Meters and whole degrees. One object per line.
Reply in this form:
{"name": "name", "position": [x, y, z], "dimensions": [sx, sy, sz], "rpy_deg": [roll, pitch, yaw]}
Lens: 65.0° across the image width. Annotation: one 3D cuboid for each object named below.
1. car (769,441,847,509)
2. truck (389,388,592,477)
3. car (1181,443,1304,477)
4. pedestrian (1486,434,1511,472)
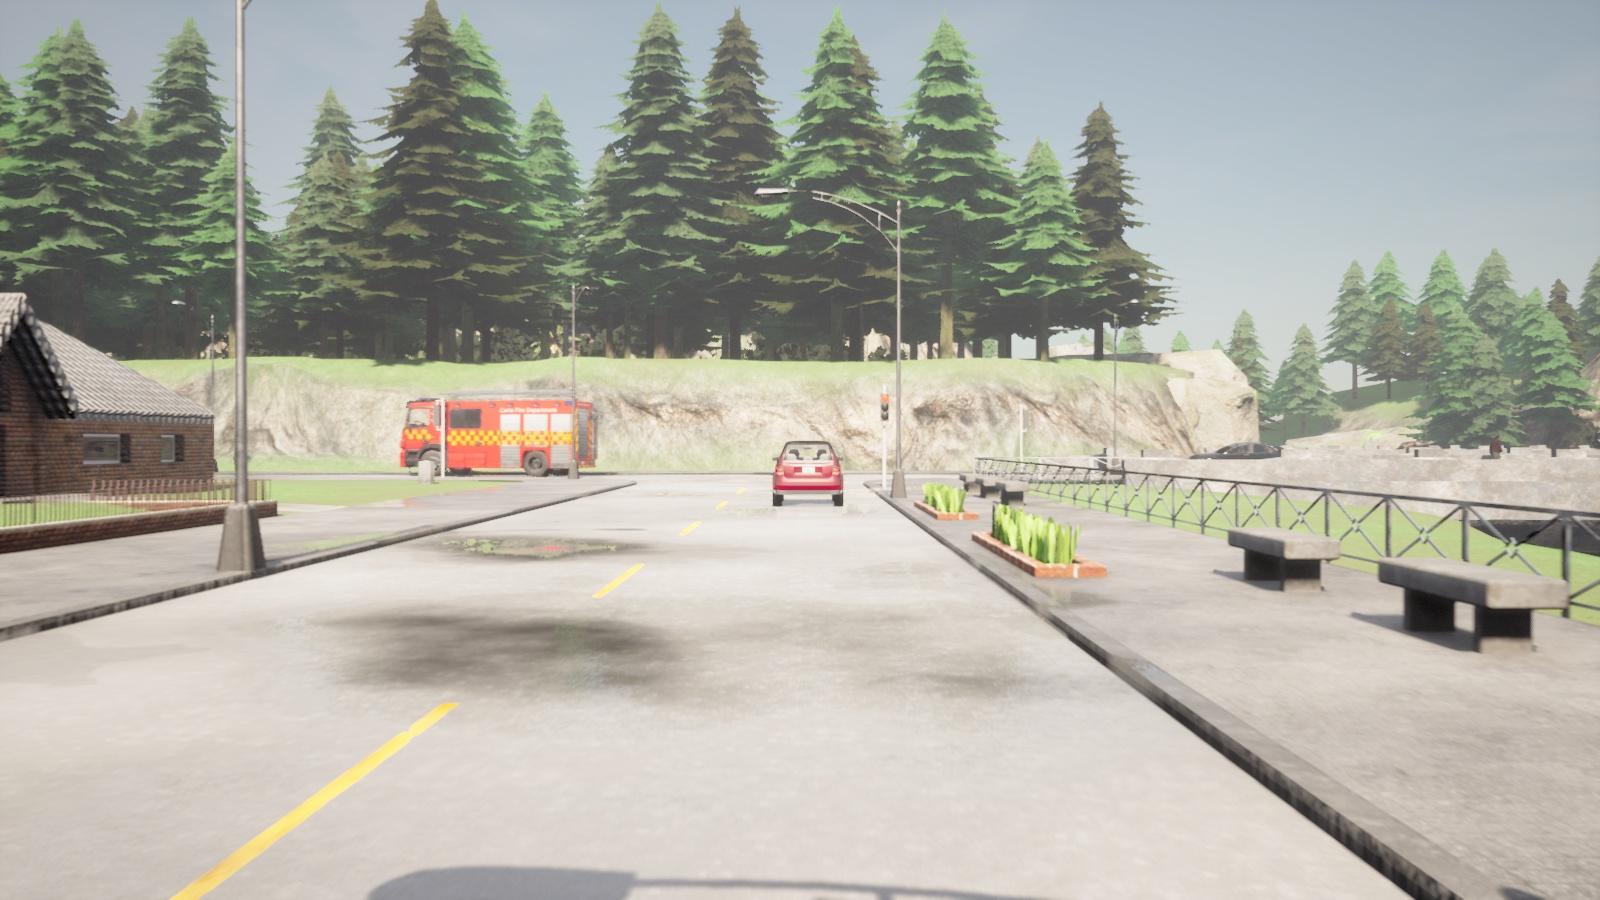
{"name": "car", "position": [0.191, 0.554, 30.465], "dimensions": [1.789, 1.549, 3.705], "rpy_deg": [0, 0, 0]}
{"name": "truck", "position": [-13.875, -0.748, 56.470], "dimensions": [8.468, 3.827, 2.891], "rpy_deg": [0, 0, 13]}
{"name": "car", "position": [19.888, 0.449, 56.576], "dimensions": [4.892, 1.490, 1.837], "rpy_deg": [0, 0, 0]}
{"name": "pedestrian", "position": [34.170, 0.138, 61.448], "dimensions": [0.899, 1.844, 0.634], "rpy_deg": [0, 0, 4]}
